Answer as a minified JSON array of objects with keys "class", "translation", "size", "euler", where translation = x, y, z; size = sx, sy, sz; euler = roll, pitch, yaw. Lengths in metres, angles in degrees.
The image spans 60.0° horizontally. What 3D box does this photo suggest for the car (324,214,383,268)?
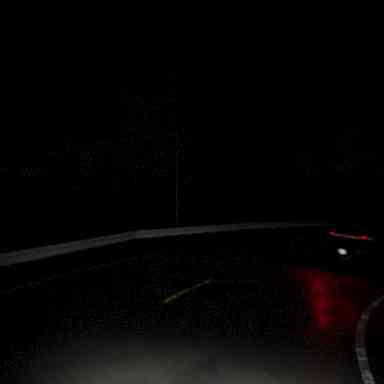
[{"class":"car","translation":[6.292,1.422,10.249],"size":[4.902,1.511,2.128],"euler":[0,0,-27]}]
